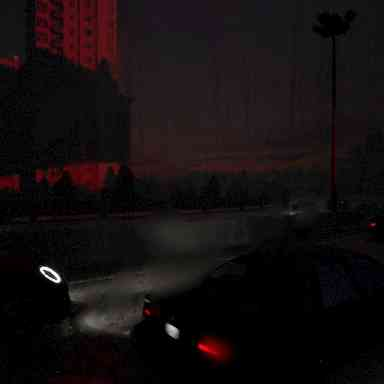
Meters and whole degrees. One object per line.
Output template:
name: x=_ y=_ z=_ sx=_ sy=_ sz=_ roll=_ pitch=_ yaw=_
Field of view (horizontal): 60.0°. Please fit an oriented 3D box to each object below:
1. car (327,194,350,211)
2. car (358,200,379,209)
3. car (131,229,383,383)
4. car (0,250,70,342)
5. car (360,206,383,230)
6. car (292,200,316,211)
car: x=18.906 y=1.305 z=42.789 sx=2.150 sy=2.045 sz=5.566 roll=0 pitch=0 yaw=33
car: x=21.846 y=1.646 z=40.995 sx=1.994 sy=1.385 sz=4.181 roll=0 pitch=0 yaw=32
car: x=1.820 y=1.547 z=5.051 sx=5.357 sy=1.411 sz=2.033 roll=0 pitch=0 yaw=-36
car: x=-4.289 y=1.353 z=4.988 sx=4.553 sy=1.767 sz=2.097 roll=0 pitch=0 yaw=-35
car: x=10.529 y=1.556 z=16.461 sx=5.357 sy=1.411 sz=2.033 roll=0 pitch=0 yaw=-42
car: x=14.105 y=1.677 z=41.883 sx=1.895 sy=1.301 sz=4.718 roll=0 pitch=0 yaw=34
